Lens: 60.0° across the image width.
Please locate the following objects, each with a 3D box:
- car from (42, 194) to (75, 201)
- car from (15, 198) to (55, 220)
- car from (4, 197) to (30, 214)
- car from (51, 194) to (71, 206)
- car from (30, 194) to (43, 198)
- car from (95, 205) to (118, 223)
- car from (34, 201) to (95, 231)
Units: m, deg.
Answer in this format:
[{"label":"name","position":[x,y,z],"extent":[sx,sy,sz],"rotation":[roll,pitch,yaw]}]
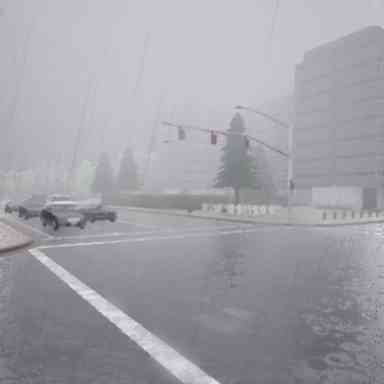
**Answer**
[{"label":"car","position":[-13.687,1.329,34.852],"extent":[2.150,2.045,5.566],"rotation":[1,0,-36]},{"label":"car","position":[-13.720,1.571,28.890],"extent":[1.837,1.490,4.892],"rotation":[1,0,-36]},{"label":"car","position":[-19.496,1.592,36.940],"extent":[1.812,1.442,4.674],"rotation":[1,0,-36]},{"label":"car","position":[-24.619,1.414,62.390],"extent":[2.150,2.045,5.566],"rotation":[1,0,-36]},{"label":"car","position":[-20.160,1.332,43.888],"extent":[2.150,2.045,5.566],"rotation":[1,-1,-36]},{"label":"car","position":[-7.613,1.708,26.390],"extent":[1.895,1.301,4.718],"rotation":[1,0,-36]},{"label":"car","position":[-8.295,1.558,21.363],"extent":[2.128,1.511,4.902],"rotation":[1,0,-36]}]
